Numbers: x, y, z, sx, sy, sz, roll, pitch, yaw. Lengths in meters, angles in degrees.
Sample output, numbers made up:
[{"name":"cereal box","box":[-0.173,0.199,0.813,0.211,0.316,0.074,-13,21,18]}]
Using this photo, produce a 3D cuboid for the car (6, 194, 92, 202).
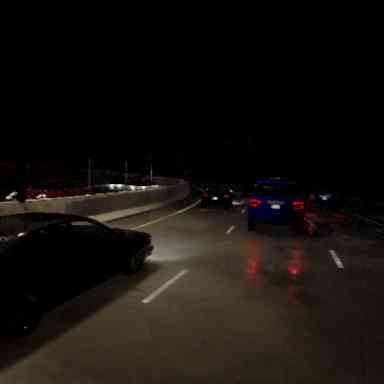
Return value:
[{"name":"car","box":[-6.889,0.123,16.500,2.097,1.767,4.553,3,3,13]}]

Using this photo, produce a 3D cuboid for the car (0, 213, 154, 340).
[{"name":"car","box":[-2.554,1.092,5.829,2.033,1.411,5.357,3,3,19]}]

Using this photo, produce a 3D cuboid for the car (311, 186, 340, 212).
[{"name":"car","box":[9.008,0.343,23.877,2.097,1.767,4.553,3,3,8]}]

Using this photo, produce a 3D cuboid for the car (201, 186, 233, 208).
[{"name":"car","box":[1.846,0.294,23.448,1.994,1.385,4.181,3,3,9]}]

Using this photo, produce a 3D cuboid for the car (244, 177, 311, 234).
[{"name":"car","box":[3.748,0.511,14.837,2.150,2.045,5.566,3,3,14]}]

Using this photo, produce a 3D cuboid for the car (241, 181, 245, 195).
[{"name":"car","box":[6.642,-0.541,35.606,2.150,2.045,5.566,3,3,2]}]

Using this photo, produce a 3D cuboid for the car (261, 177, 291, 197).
[{"name":"car","box":[10.202,-0.688,40.766,2.150,2.045,5.566,2,3,-1]}]
